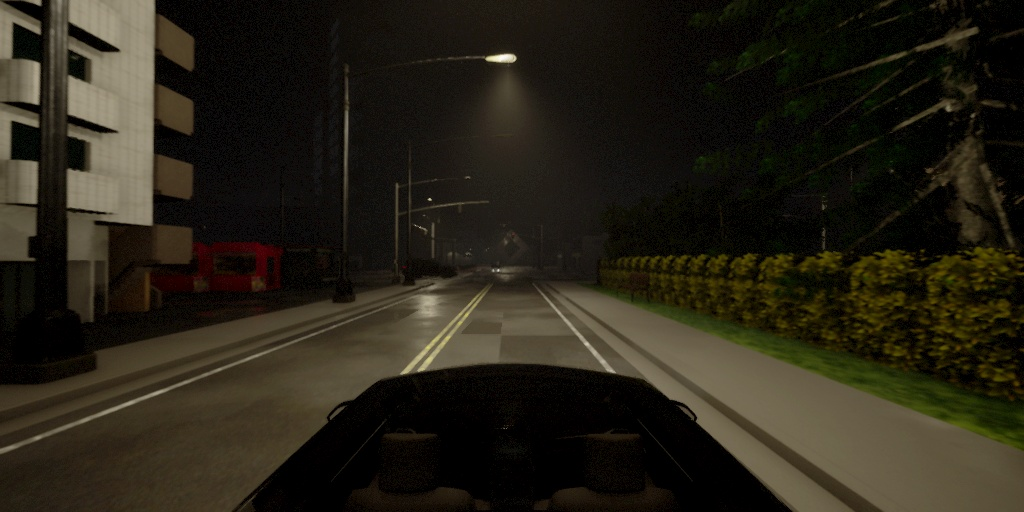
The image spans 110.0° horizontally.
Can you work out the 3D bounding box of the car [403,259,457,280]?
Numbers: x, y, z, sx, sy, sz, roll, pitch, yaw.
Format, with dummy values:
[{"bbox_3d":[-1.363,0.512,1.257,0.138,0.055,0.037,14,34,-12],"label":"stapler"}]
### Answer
[{"bbox_3d":[-8.561,1.379,37.653,5.566,2.045,2.150,1,-1,0],"label":"car"}]
